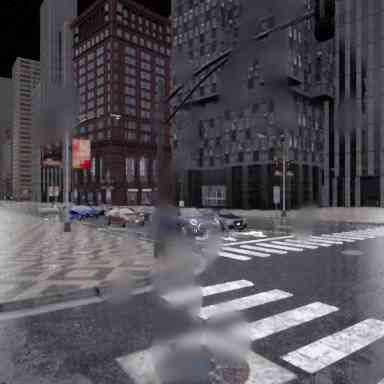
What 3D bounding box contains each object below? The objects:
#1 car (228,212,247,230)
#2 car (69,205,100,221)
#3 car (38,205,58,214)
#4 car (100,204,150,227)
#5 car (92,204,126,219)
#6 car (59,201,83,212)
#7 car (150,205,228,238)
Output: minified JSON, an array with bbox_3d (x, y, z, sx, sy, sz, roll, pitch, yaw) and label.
[{"bbox_3d":[1.734,1.858,22.344,1.994,1.385,4.181,0,-1,-36],"label":"car"},{"bbox_3d":[-11.445,2.119,35.136,1.882,1.535,5.008,0,-1,-36],"label":"car"},{"bbox_3d":[-20.987,2.557,48.585,1.895,1.301,4.718,0,-1,-36],"label":"car"},{"bbox_3d":[-5.491,1.973,26.839,1.812,1.442,4.674,0,-1,-36],"label":"car"},{"bbox_3d":[-9.529,2.151,38.043,2.128,1.511,4.902,0,-1,-36],"label":"car"},{"bbox_3d":[-18.432,2.197,50.601,2.128,1.511,4.902,0,-1,-36],"label":"car"},{"bbox_3d":[-0.340,1.634,19.625,2.097,1.767,4.553,0,-1,-35],"label":"car"}]
